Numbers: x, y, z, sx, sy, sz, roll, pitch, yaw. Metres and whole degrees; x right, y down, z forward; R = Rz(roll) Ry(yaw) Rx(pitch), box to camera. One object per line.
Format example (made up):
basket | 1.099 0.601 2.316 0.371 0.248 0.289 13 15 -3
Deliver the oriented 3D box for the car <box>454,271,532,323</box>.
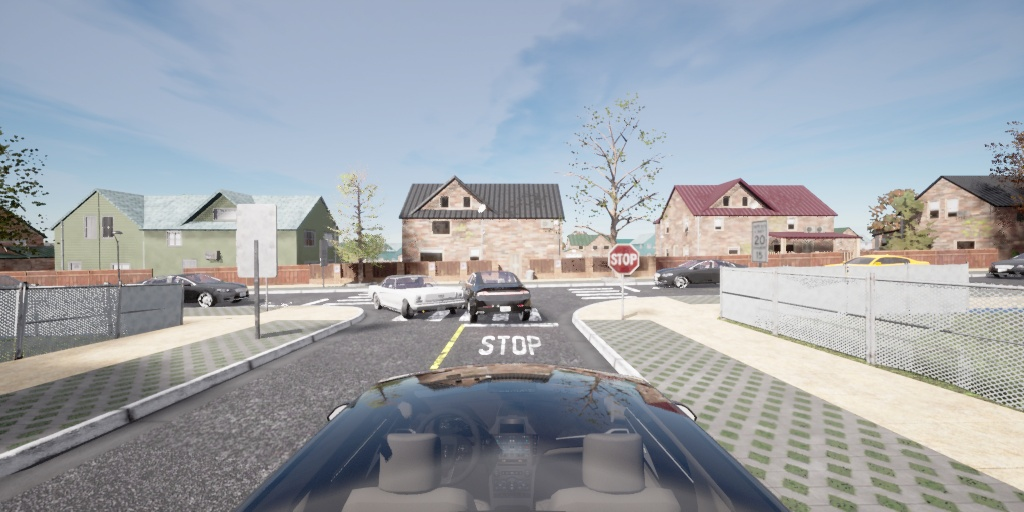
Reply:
car | -0.687 1.243 12.210 2.128 1.511 4.902 0 0 -12

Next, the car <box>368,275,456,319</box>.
car | -3.604 1.368 13.069 1.895 1.301 4.718 0 0 -38

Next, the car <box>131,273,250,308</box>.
car | -14.904 1.566 16.563 4.902 1.511 2.128 -1 1 0

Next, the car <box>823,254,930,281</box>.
car | 19.759 0.690 19.657 5.008 1.535 1.882 -1 1 -1

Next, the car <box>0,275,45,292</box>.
car | -24.242 1.648 16.522 4.553 1.767 2.097 -1 1 0

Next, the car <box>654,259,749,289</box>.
car | 10.328 0.926 19.619 4.902 1.511 2.128 -1 1 0

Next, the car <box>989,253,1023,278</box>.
car | 29.383 0.478 19.694 4.902 1.511 2.128 -1 1 0
